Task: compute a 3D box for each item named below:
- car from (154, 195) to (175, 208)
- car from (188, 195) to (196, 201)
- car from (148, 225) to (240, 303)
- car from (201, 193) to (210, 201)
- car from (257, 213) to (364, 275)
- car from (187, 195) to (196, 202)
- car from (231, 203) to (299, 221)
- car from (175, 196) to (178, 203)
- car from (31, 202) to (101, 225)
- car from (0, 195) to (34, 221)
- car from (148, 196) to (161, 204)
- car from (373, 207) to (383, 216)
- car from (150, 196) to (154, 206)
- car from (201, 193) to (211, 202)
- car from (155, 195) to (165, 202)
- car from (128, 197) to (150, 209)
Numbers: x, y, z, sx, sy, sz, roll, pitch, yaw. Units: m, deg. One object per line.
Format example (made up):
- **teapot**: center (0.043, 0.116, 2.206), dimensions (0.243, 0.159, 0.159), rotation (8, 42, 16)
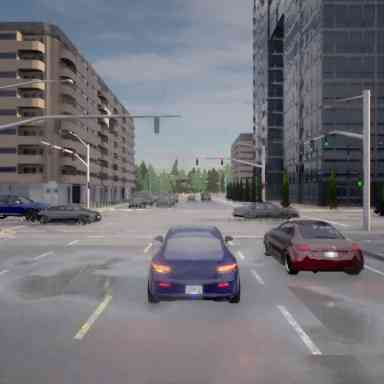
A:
- **car**: center (-3.984, 1.352, 48.972), dimensions (2.097, 1.767, 4.553), rotation (0, 0, 0)
- **car**: center (-0.033, 1.525, 87.763), dimensions (2.128, 1.511, 4.902), rotation (0, 0, 1)
- **car**: center (0.048, 1.526, 8.062), dimensions (1.812, 1.442, 4.674), rotation (0, 0, 0)
- **car**: center (3.468, 1.225, 87.790), dimensions (2.150, 2.045, 5.566), rotation (0, 0, 1)
- **car**: center (3.557, 1.564, 10.484), dimensions (1.994, 1.385, 4.181), rotation (0, 0, 0)
- **car**: center (-0.144, 1.540, 77.420), dimensions (2.033, 1.411, 5.357), rotation (0, 0, 1)
- **car**: center (5.888, 1.576, 26.988), dimensions (5.357, 1.411, 2.033), rotation (0, 0, 0)
- **car**: center (-3.929, 1.526, 58.460), dimensions (1.812, 1.442, 4.674), rotation (0, 0, 1)
- **car**: center (-8.625, 1.590, 23.515), dimensions (4.181, 1.385, 1.994), rotation (0, 0, 0)
- **car**: center (-14.352, 1.272, 27.025), dimensions (5.566, 2.045, 2.150), rotation (0, 0, 0)
- **car**: center (-7.316, 1.478, 65.193), dimensions (1.882, 1.535, 5.008), rotation (0, 0, 1)
- **car**: center (19.462, 1.656, 30.665), dimensions (4.718, 1.301, 1.895), rotation (0, 0, 0)
- **car**: center (-7.455, 1.564, 54.906), dimensions (1.994, 1.385, 4.181), rotation (0, 0, 2)
- **car**: center (3.358, 1.355, 77.627), dimensions (2.097, 1.767, 4.553), rotation (0, 0, 1)
- **car**: center (-7.168, 1.491, 75.330), dimensions (1.837, 1.490, 4.892), rotation (0, 0, 1)
- **car**: center (-7.495, 1.505, 46.012), dimensions (1.837, 1.490, 4.892), rotation (0, 0, 1)
